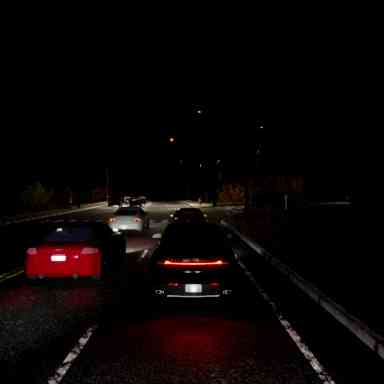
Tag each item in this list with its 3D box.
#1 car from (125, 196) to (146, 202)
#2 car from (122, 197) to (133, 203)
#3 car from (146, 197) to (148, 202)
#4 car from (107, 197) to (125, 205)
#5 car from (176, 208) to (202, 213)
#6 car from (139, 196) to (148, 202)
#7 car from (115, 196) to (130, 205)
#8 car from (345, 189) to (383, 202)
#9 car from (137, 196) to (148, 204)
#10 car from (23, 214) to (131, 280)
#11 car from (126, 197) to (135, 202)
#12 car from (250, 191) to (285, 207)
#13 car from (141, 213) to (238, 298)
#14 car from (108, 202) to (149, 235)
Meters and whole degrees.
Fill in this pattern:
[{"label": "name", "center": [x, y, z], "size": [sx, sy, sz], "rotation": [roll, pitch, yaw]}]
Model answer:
[{"label": "car", "center": [-8.813, 1.579, 52.273], "size": [2.128, 1.511, 4.902], "rotation": [0, 0, -5]}, {"label": "car", "center": [-13.904, 1.714, 71.753], "size": [1.994, 1.385, 4.181], "rotation": [0, 0, -7]}, {"label": "car", "center": [-9.591, 1.684, 61.126], "size": [1.994, 1.385, 4.181], "rotation": [0, 0, -5]}, {"label": "car", "center": [-12.129, 1.615, 52.938], "size": [1.812, 1.442, 4.674], "rotation": [0, 0, -5]}, {"label": "car", "center": [-0.180, 1.561, 17.899], "size": [2.033, 1.411, 5.357], "rotation": [0, 0, -2]}, {"label": "car", "center": [-11.905, 1.736, 82.065], "size": [2.128, 1.511, 4.902], "rotation": [0, 0, -8]}, {"label": "car", "center": [-12.931, 1.615, 62.026], "size": [2.128, 1.511, 4.902], "rotation": [0, 0, -5]}, {"label": "car", "center": [20.278, 0.371, 38.721], "size": [4.674, 1.442, 1.812], "rotation": [-3, 0, -3]}, {"label": "car", "center": [-10.601, 1.685, 71.478], "size": [2.128, 1.511, 4.902], "rotation": [0, 0, -6]}, {"label": "car", "center": [-3.259, 1.570, 10.023], "size": [1.994, 1.385, 4.181], "rotation": [0, 0, -1]}, {"label": "car", "center": [-15.174, 1.807, 81.998], "size": [1.895, 1.301, 4.718], "rotation": [0, 0, -8]}, {"label": "car", "center": [8.382, 0.738, 38.163], "size": [4.553, 1.767, 2.097], "rotation": [-3, 0, -4]}, {"label": "car", "center": [0.013, 1.509, 8.491], "size": [1.837, 1.490, 4.892], "rotation": [0, 0, 0]}, {"label": "car", "center": [-3.479, 1.540, 18.768], "size": [1.812, 1.442, 4.674], "rotation": [0, 0, -3]}]
